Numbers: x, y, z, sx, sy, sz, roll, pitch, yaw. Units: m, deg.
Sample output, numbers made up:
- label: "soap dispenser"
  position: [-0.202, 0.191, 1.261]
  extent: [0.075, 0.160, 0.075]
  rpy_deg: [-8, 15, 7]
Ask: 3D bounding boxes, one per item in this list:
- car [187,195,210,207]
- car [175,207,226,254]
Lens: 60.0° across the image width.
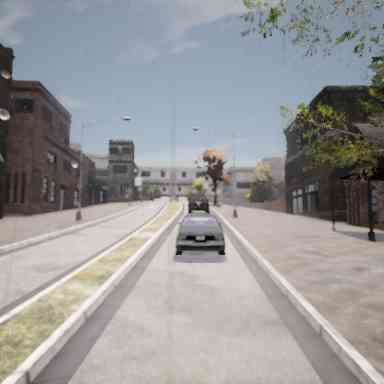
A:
- label: "car"
  position: [0.680, 1.288, 35.153]
  extent: [2.150, 2.045, 5.566]
  rpy_deg: [0, 0, 0]
- label: "car"
  position: [0.327, 1.574, 13.499]
  extent: [2.033, 1.411, 5.357]
  rpy_deg: [0, 0, 1]
